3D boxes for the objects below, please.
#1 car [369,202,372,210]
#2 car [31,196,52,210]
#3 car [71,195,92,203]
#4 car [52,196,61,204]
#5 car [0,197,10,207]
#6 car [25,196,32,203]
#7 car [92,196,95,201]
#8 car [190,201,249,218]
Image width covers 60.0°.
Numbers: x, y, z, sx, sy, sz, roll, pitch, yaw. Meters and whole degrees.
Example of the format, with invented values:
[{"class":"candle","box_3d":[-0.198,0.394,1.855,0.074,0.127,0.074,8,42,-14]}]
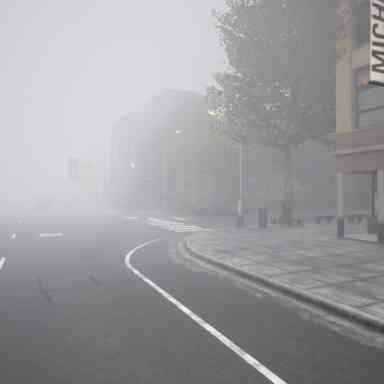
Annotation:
[{"class":"car","box_3d":[23.470,1.351,39.895,4.553,1.767,2.097,0,0,-26]},{"class":"car","box_3d":[-19.818,1.540,43.923,1.812,1.442,4.674,0,0,-23]},{"class":"car","box_3d":[-23.488,1.545,69.605,1.812,1.442,4.674,0,0,11]},{"class":"car","box_3d":[-27.373,1.528,65.191,2.128,1.511,4.902,0,0,5]},{"class":"car","box_3d":[-29.833,1.619,51.341,1.895,1.301,4.718,0,0,-12]},{"class":"car","box_3d":[-30.892,1.616,66.982,1.895,1.301,4.718,0,0,5]},{"class":"car","box_3d":[-24.358,1.547,79.041,1.812,1.442,4.674,0,0,25]},{"class":"car","box_3d":[2.492,1.553,29.828,5.357,1.411,2.033,0,0,-26]}]
